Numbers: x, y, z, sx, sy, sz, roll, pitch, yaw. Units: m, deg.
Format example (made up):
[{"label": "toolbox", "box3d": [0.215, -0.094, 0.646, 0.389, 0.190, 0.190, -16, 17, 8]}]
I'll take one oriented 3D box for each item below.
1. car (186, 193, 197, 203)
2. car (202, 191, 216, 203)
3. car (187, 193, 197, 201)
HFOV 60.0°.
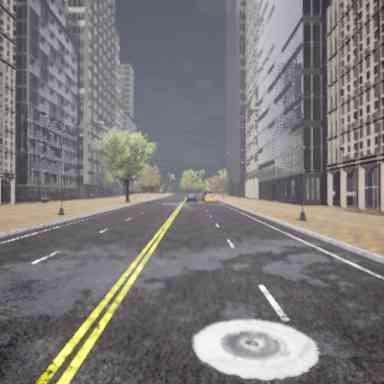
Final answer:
[{"label": "car", "box3d": [-0.016, 1.226, 60.061, 1.994, 1.385, 4.181, 0, 0, 0]}, {"label": "car", "box3d": [3.235, 1.141, 59.920, 1.882, 1.535, 5.008, 0, 0, 0]}, {"label": "car", "box3d": [-0.018, 0.997, 70.032, 2.128, 1.511, 4.902, 0, 0, 0]}]
